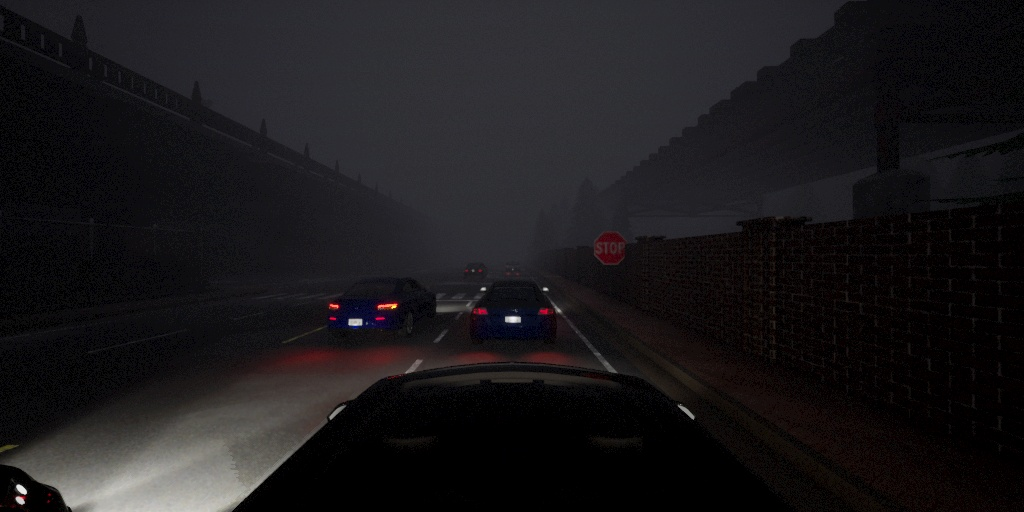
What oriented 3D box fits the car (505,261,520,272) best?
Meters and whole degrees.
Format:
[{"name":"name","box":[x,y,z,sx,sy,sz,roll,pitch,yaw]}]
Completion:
[{"name":"car","box":[0.073,1.351,46.039,1.895,1.301,4.718,0,0,-1]}]

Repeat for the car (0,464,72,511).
[{"name":"car","box":[-3.402,1.314,0.175,1.994,1.385,4.181,0,0,0]}]

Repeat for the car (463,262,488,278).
[{"name":"car","box":[-3.323,1.298,33.204,2.033,1.411,5.357,0,0,0]}]

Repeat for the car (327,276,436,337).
[{"name":"car","box":[-3.419,1.276,10.113,1.812,1.442,4.674,0,0,0]}]

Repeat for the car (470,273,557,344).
[{"name":"car","box":[0.063,1.314,9.593,1.994,1.385,4.181,0,0,1]}]
